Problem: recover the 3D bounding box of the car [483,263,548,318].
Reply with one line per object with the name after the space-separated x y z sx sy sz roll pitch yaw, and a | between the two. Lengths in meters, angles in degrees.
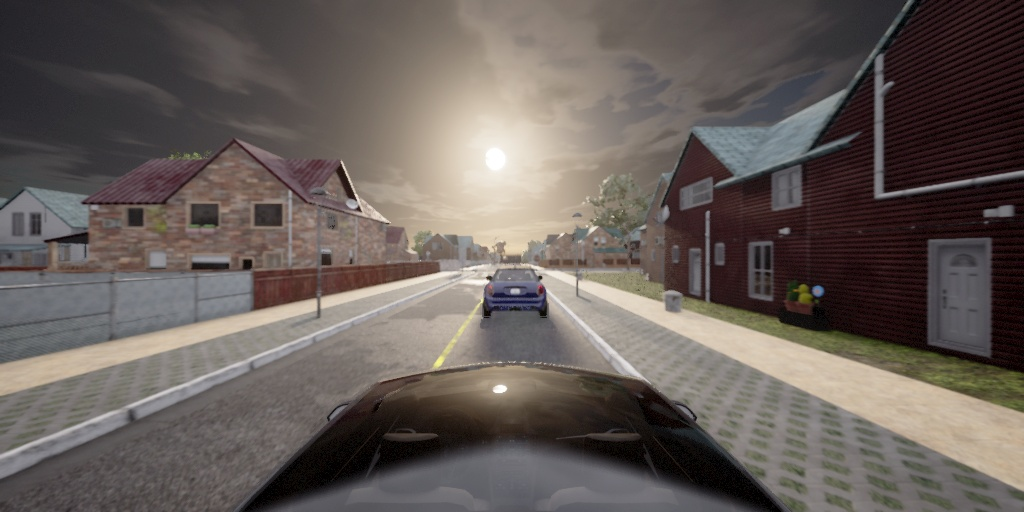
0.107 1.131 13.334 2.097 1.767 4.553 0 0 0 | car
